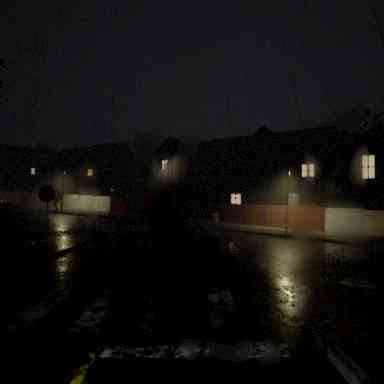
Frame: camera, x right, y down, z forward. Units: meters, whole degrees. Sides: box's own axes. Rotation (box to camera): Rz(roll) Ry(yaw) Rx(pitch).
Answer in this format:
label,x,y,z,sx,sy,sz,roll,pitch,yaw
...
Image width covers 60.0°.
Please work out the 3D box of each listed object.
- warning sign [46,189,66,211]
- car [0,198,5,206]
label,x,y,z,sx,sy,sz,roll,pitch,yaw
warning sign,-12.275,0.698,30.078,1.060,1.860,1.300,-1,1,32
car,-20.442,0.810,32.402,5.357,1.411,2.033,2,0,32
